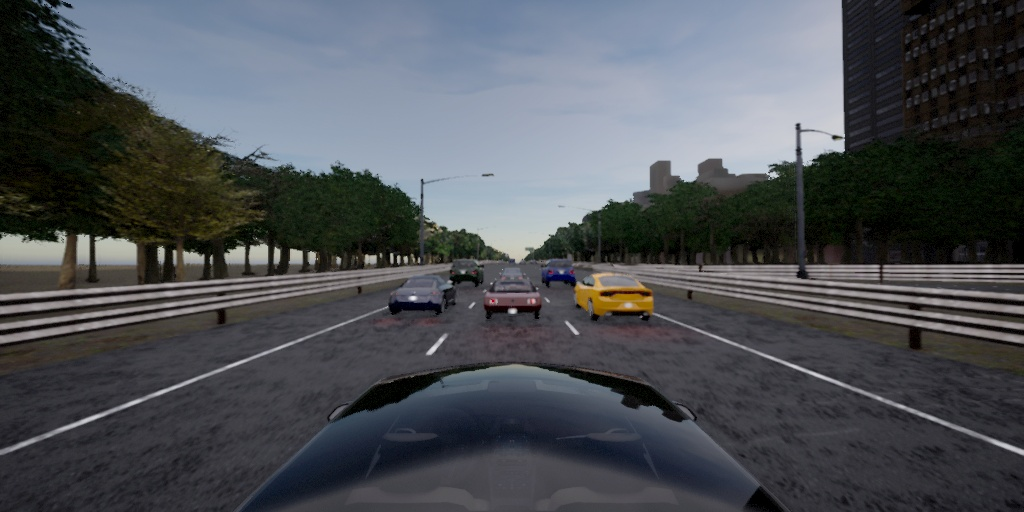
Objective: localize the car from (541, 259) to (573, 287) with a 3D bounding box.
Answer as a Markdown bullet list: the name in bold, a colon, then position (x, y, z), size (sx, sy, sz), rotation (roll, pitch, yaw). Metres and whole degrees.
- **car**: position (3.533, 1.279, 28.062), size (2.150, 2.045, 5.566), rotation (0, 0, 1)

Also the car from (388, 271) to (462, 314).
- **car**: position (-3.451, 1.469, 14.573), size (1.994, 1.385, 4.181), rotation (0, -1, 0)

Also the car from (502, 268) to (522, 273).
- **car**: position (0.026, 1.593, 27.019), size (2.033, 1.411, 5.357), rotation (0, -1, 0)

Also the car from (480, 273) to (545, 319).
- **car**: position (0.040, 1.494, 13.595), size (1.895, 1.301, 4.718), rotation (0, -1, 0)

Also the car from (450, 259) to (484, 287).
- **car**: position (-3.467, 1.281, 28.127), size (2.150, 2.045, 5.566), rotation (0, 0, 0)

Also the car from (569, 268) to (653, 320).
- **car**: position (3.536, 1.367, 13.311), size (1.882, 1.535, 5.008), rotation (0, -1, 0)
